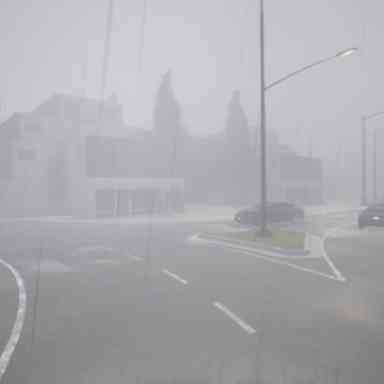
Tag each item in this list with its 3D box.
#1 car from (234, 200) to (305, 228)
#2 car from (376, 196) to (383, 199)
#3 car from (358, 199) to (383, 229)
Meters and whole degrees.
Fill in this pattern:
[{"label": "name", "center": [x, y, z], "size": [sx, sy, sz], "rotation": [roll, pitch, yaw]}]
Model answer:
[{"label": "car", "center": [4.881, 1.312, 20.766], "size": [4.892, 1.490, 1.837], "rotation": [0, 0, -28]}, {"label": "car", "center": [17.007, 1.111, 29.065], "size": [5.008, 1.535, 1.882], "rotation": [-1, 0, -39]}, {"label": "car", "center": [11.004, 1.325, 18.982], "size": [1.994, 1.385, 4.181], "rotation": [0, 0, 42]}]
